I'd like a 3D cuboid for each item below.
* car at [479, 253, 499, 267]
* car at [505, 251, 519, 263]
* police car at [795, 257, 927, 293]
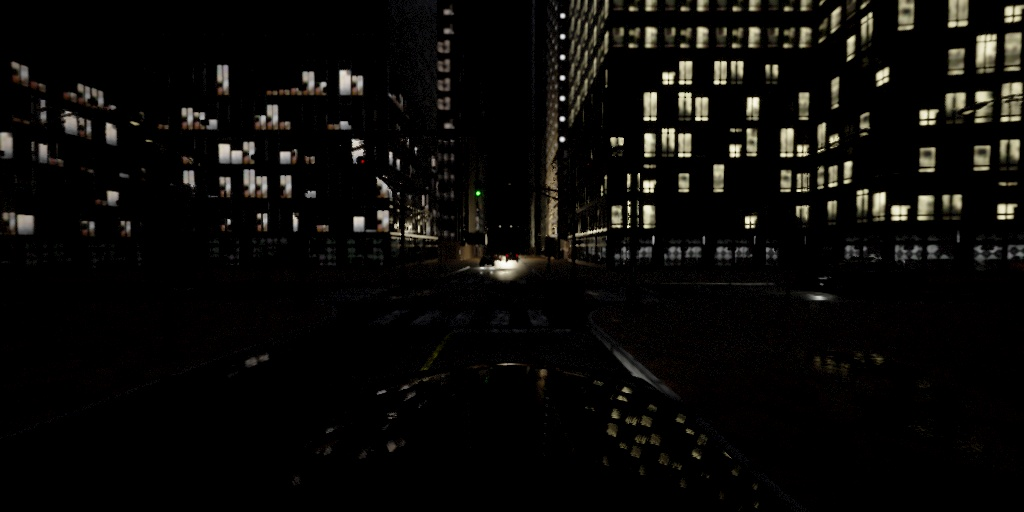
[{"bbox_3d":[-3.075,0.648,45.337,2.033,1.411,5.357,0,1,0],"label":"car"},{"bbox_3d":[0.004,0.106,60.471,2.150,2.045,5.566,0,1,0],"label":"car"},{"bbox_3d":[17.133,0.882,17.786,5.238,1.638,1.930,0,1,4],"label":"police car"}]
